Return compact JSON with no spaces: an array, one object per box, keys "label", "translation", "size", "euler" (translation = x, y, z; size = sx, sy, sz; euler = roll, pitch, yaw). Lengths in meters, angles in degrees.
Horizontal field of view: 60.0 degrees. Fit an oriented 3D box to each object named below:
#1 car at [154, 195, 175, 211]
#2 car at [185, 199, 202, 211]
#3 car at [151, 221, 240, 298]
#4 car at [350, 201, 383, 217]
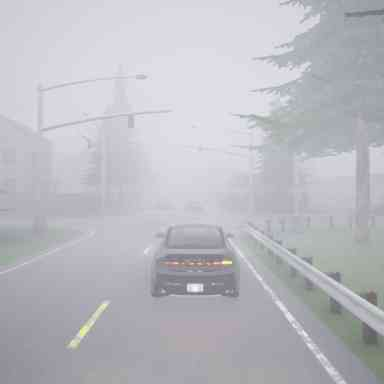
[{"label":"car","translation":[-3.527,1.500,41.697],"size":[1.837,1.490,4.892],"euler":[0,0,0]},{"label":"car","translation":[0.163,1.559,39.768],"size":[1.994,1.385,4.181],"euler":[0,0,0]},{"label":"car","translation":[0.077,1.504,8.510],"size":[1.837,1.490,4.892],"euler":[0,0,0]},{"label":"car","translation":[15.326,1.486,26.713],"size":[4.892,1.490,1.837],"euler":[0,0,0]}]
